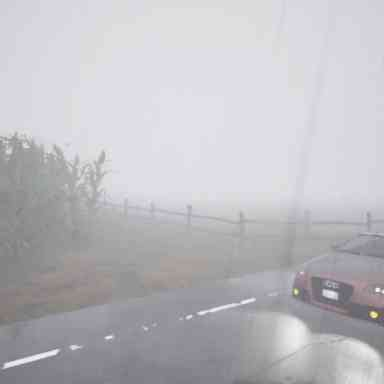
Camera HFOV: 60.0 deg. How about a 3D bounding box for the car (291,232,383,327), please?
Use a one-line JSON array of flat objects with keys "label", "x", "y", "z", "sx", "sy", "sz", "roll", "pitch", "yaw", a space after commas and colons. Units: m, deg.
[{"label": "car", "x": 3.978, "y": 1.562, "z": 6.827, "sx": 4.181, "sy": 1.385, "sz": 1.994, "roll": 0, "pitch": 0, "yaw": -35}]
